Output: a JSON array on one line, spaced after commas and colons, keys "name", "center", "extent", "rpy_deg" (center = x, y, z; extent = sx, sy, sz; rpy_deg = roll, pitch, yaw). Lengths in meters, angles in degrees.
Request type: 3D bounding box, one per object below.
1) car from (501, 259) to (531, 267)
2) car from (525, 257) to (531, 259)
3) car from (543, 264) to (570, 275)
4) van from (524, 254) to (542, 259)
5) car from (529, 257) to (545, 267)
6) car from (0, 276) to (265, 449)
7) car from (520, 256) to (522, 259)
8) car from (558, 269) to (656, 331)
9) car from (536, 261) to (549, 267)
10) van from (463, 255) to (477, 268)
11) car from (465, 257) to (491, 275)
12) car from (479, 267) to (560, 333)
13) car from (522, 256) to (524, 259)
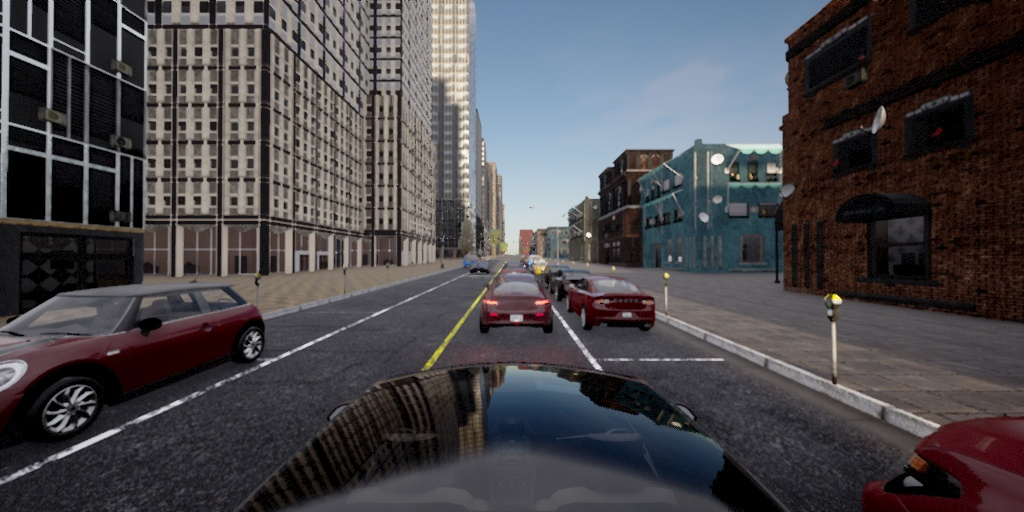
[{"name": "car", "center": [0.126, 1.134, 27.123], "extent": [1.994, 1.385, 4.181], "rpy_deg": [0, 0, 0]}, {"name": "car", "center": [2.725, 1.044, 37.717], "extent": [2.007, 1.370, 4.403], "rpy_deg": [0, 0, 0]}, {"name": "car", "center": [2.704, 1.214, 16.204], "extent": [1.948, 1.339, 4.313], "rpy_deg": [0, 0, 0]}, {"name": "van", "center": [2.730, 0.794, 43.195], "extent": [1.690, 1.789, 3.998], "rpy_deg": [0, 0, 0]}, {"name": "car", "center": [2.720, 1.058, 32.409], "extent": [1.751, 1.417, 4.829], "rpy_deg": [0, 0, 0]}, {"name": "car", "center": [-5.687, 1.166, 5.117], "extent": [1.967, 1.591, 4.097], "rpy_deg": [0, 0, 0]}, {"name": "car", "center": [2.740, 0.686, 54.151], "extent": [2.192, 1.841, 5.009], "rpy_deg": [0, 0, 0]}, {"name": "car", "center": [2.699, 1.233, 10.659], "extent": [1.888, 1.381, 4.507], "rpy_deg": [0, 0, 0]}, {"name": "car", "center": [2.709, 1.174, 21.748], "extent": [1.948, 1.339, 4.313], "rpy_deg": [0, 0, 0]}, {"name": "van", "center": [-5.646, 0.753, 48.677], "extent": [1.690, 1.789, 3.998], "rpy_deg": [0, 0, 0]}, {"name": "car", "center": [-3.068, 1.054, 35.860], "extent": [2.033, 1.411, 5.357], "rpy_deg": [0, 0, 0]}, {"name": "car", "center": [0.105, 1.216, 10.366], "extent": [1.812, 1.442, 4.674], "rpy_deg": [0, 0, 0]}, {"name": "car", "center": [2.735, 0.852, 48.673], "extent": [1.967, 1.591, 4.097], "rpy_deg": [0, 0, 0]}]
